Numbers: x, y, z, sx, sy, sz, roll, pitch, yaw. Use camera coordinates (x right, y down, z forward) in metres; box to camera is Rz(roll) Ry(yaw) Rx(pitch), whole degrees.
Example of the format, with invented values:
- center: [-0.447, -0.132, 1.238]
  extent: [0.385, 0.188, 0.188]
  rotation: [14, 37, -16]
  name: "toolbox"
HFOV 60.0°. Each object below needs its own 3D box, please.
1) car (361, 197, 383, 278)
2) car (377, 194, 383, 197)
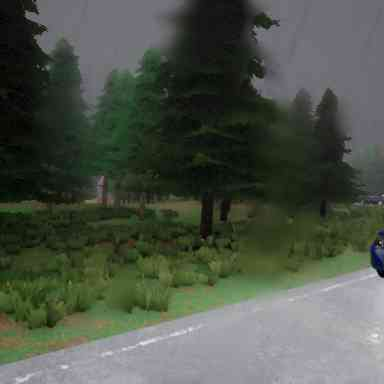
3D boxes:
- center: [7.067, 1.237, 8.935]
  extent: [5.566, 2.045, 2.150]
  rotation: [0, 0, -36]
  name: "car"
- center: [23.834, 1.001, 42.603]
  extent: [1.882, 1.535, 5.008]
  rotation: [4, 2, -13]
  name: "car"
